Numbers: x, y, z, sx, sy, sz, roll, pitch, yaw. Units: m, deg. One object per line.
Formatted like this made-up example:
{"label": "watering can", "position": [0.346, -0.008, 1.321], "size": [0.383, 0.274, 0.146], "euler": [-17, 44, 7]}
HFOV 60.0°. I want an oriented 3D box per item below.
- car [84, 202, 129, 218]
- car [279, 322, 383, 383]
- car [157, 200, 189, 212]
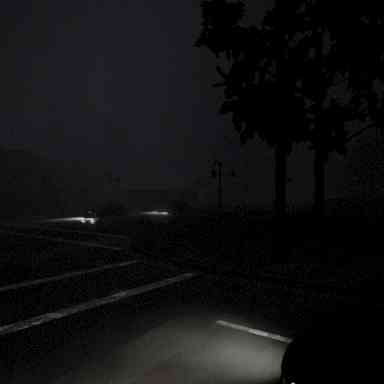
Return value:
{"label": "car", "position": [-7.708, 1.564, 30.267], "size": [1.994, 1.385, 4.181], "euler": [0, 0, 34]}
{"label": "car", "position": [2.850, 1.526, 1.942], "size": [4.674, 1.442, 1.812], "euler": [0, 0, 36]}
{"label": "car", "position": [-2.120, 1.564, 38.553], "size": [1.994, 1.385, 4.181], "euler": [0, 0, 34]}
